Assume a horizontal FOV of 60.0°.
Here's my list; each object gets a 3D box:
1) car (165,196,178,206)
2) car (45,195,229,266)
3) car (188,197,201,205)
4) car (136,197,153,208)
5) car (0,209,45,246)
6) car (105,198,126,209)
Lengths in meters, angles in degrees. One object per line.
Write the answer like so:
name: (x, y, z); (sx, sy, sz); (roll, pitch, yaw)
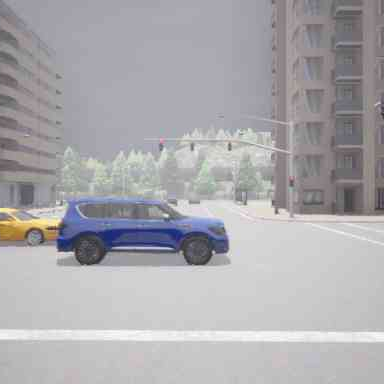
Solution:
car: (-3.286, 1.504, 54.672); (1.837, 1.490, 4.892); (0, 0, 0)
car: (-1.573, 1.221, 11.075); (5.566, 2.045, 2.150); (0, 0, 1)
car: (0.476, 1.564, 61.497); (1.994, 1.385, 4.181); (0, 0, 5)
car: (-6.974, 1.526, 48.947); (1.812, 1.442, 4.674); (0, 0, 0)
car: (-8.088, 1.477, 14.656); (5.008, 1.535, 1.882); (0, 0, 1)
car: (-10.489, 1.526, 45.817); (1.812, 1.442, 4.674); (0, 0, 0)
